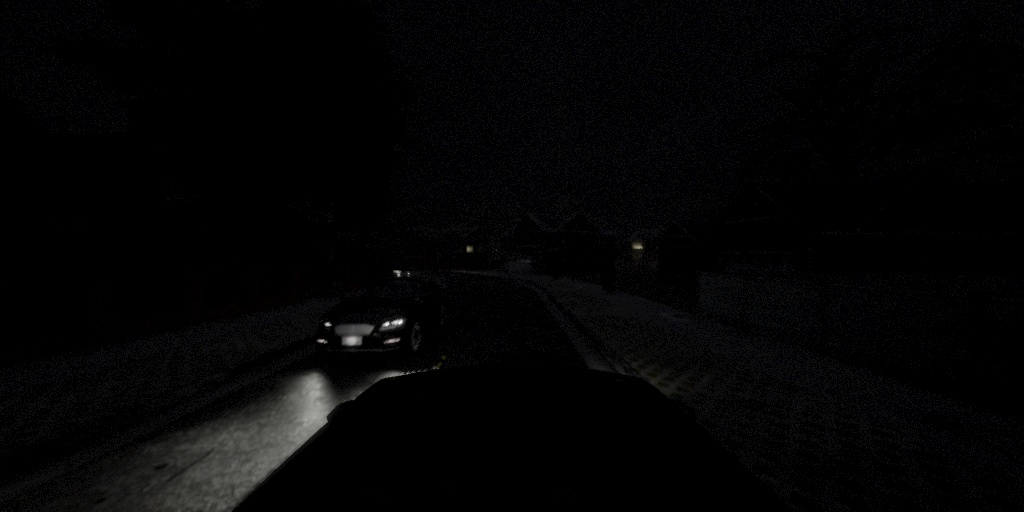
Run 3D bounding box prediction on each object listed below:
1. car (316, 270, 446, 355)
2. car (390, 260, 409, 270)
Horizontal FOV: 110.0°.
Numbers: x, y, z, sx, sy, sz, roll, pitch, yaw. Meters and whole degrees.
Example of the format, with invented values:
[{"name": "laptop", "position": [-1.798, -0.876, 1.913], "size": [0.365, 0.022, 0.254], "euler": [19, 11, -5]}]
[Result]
[{"name": "car", "position": [-2.871, 1.259, 8.863], "size": [2.128, 1.511, 4.902], "euler": [0, 0, 0]}, {"name": "car", "position": [-16.496, 1.375, 50.741], "size": [4.892, 1.490, 1.837], "euler": [0, 0, 43]}]
